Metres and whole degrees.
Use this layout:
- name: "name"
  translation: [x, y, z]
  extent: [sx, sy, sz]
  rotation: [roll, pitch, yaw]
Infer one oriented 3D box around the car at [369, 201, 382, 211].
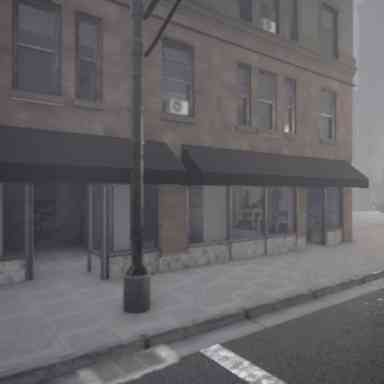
- name: "car"
  translation: [25.038, 1.755, 42.258]
  extent: [1.837, 1.490, 4.892]
  rotation: [0, 0, -26]
